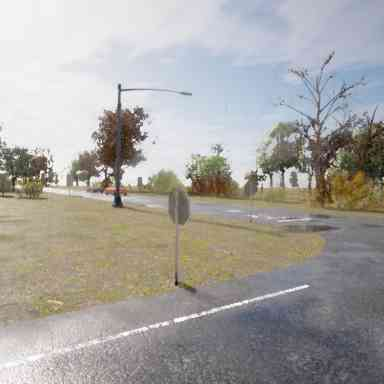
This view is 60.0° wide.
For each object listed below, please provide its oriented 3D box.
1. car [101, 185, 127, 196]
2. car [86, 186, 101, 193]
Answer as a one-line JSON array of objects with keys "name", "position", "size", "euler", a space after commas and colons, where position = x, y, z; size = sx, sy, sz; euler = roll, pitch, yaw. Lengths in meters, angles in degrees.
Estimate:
[{"name": "car", "position": [-11.923, -0.379, 52.029], "size": [2.097, 1.767, 4.553], "euler": [0, 2, -35]}, {"name": "car", "position": [-17.527, -0.441, 59.898], "size": [1.895, 1.301, 4.718], "euler": [0, 2, -35]}]
